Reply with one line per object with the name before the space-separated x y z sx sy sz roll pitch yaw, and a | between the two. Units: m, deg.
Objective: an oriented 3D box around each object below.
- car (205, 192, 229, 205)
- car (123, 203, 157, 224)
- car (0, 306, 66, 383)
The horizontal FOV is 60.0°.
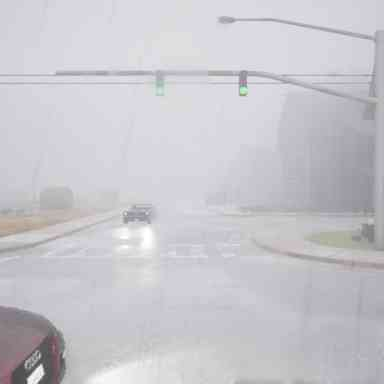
car | 3.930 0.982 52.732 1.905 1.878 3.866 -8 4 -42
car | -3.686 1.518 24.115 1.895 1.301 4.718 0 0 0
car | -3.497 1.600 3.245 4.181 1.385 1.994 0 0 1
